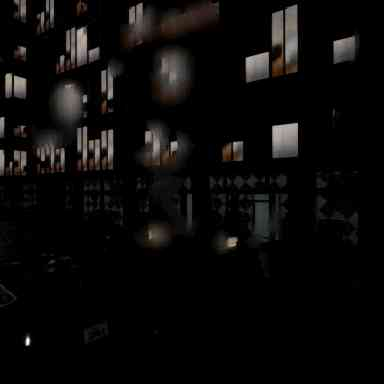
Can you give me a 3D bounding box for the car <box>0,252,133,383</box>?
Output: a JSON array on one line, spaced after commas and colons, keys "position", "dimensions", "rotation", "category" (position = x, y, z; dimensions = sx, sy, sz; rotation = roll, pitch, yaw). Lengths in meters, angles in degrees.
[{"position": [-2.733, 1.566, 4.836], "dimensions": [4.313, 1.339, 1.947], "rotation": [0, 0, 36], "category": "car"}]
